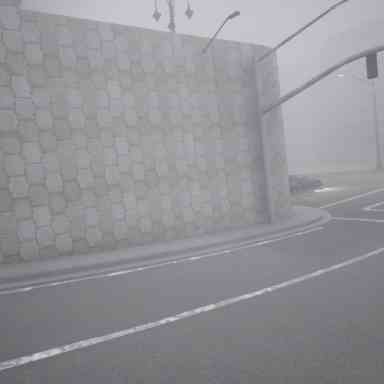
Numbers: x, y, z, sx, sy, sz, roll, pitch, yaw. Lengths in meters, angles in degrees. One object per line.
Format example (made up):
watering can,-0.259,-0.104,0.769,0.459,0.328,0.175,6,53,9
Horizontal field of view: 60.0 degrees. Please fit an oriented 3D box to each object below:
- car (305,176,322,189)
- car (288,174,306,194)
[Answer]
car,9.638,-0.900,30.382,1.994,1.385,4.181,-10,6,-34
car,6.816,-0.598,28.321,2.097,1.767,4.553,-10,6,-35
